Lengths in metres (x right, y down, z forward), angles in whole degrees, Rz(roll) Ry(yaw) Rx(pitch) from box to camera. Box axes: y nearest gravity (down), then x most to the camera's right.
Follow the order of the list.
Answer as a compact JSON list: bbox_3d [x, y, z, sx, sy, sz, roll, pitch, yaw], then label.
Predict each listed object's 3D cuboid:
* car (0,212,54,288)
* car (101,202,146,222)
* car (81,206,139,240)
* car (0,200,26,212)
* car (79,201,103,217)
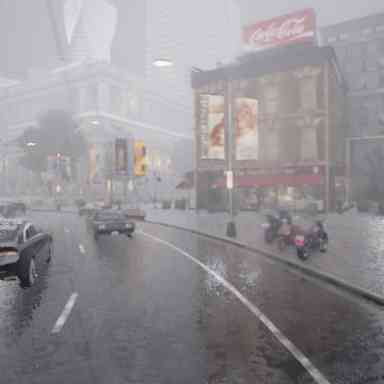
[{"bbox_3d":[-5.027,1.526,9.051,2.128,1.511,4.902,0,0,-15],"label":"car"},{"bbox_3d":[-5.258,1.611,25.739,1.895,1.301,4.718,-1,0,-30],"label":"car"},{"bbox_3d":[-4.440,1.620,17.411,1.895,1.301,4.718,-1,0,-24],"label":"car"},{"bbox_3d":[-20.449,1.643,37.296,4.892,1.490,1.837,-1,0,38],"label":"car"},{"bbox_3d":[-8.730,1.562,30.298,2.002,1.452,4.674,-1,0,-40],"label":"car"}]
